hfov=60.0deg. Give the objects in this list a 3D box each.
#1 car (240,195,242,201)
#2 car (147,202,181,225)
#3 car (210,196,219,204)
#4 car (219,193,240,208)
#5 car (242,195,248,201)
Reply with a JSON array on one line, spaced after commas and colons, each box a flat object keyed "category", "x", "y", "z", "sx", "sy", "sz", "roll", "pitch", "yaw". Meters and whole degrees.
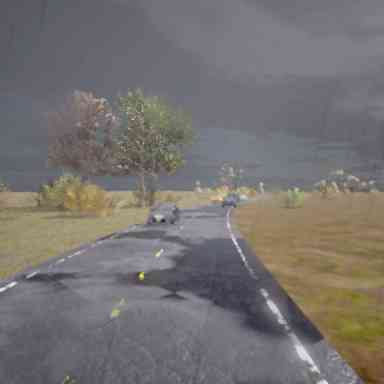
[{"category": "car", "x": 8.276, "y": 1.167, "z": 67.582, "sx": 2.150, "sy": 2.045, "sz": 5.566, "roll": 0, "pitch": 0, "yaw": 14}, {"category": "car", "x": -1.952, "y": 1.506, "z": 24.111, "sx": 2.128, "sy": 1.511, "sz": 4.902, "roll": 0, "pitch": 0, "yaw": 5}, {"category": "car", "x": 4.836, "y": 1.502, "z": 65.751, "sx": 1.882, "sy": 1.535, "sz": 5.008, "roll": 0, "pitch": 0, "yaw": 13}, {"category": "car", "x": 5.612, "y": 1.382, "z": 49.748, "sx": 2.097, "sy": 1.767, "sz": 4.553, "roll": 0, "pitch": 0, "yaw": 10}, {"category": "car", "x": 12.746, "y": 1.475, "z": 83.513, "sx": 1.812, "sy": 1.442, "sz": 4.674, "roll": 0, "pitch": 0, "yaw": 18}]
